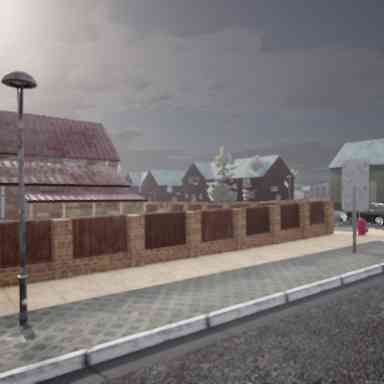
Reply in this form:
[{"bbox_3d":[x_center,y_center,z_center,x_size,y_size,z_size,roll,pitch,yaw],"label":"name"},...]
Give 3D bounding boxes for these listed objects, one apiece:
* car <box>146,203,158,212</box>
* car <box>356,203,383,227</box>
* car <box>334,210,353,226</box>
[{"bbox_3d":[-6.078,2.203,42.277,2.128,1.511,4.902,0,-2,-36],"label":"car"},{"bbox_3d":[11.727,1.502,22.580,1.837,1.490,4.892,1,-2,-34],"label":"car"},{"bbox_3d":[8.081,1.531,22.710,2.128,1.511,4.902,0,-2,-36],"label":"car"}]
